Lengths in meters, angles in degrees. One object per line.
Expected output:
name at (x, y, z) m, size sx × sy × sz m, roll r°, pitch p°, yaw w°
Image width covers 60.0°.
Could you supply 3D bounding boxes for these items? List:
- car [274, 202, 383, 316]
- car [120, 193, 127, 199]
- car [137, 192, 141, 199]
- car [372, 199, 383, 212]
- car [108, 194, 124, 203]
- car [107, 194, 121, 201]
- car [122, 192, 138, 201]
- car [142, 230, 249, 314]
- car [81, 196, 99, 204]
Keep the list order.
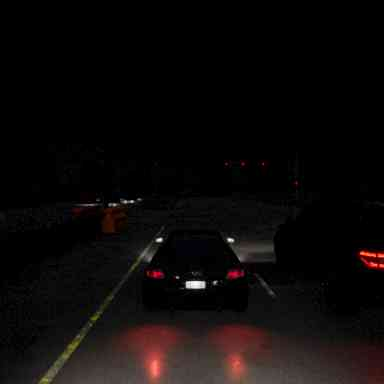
car at (3.591, 1.221, 7.652) m, size 2.150 × 2.045 × 5.566 m, roll 0°, pitch 0°, yaw -2°
car at (-18.995, 1.163, 92.151) m, size 1.837 × 1.490 × 4.892 m, roll 0°, pitch 0°, yaw -11°
car at (-15.511, 0.887, 92.550) m, size 2.150 × 2.045 × 5.566 m, roll 0°, pitch 0°, yaw -11°
car at (23.099, 1.468, 37.771) m, size 4.181 × 1.385 × 1.994 m, roll 0°, pitch 0°, yaw 5°
car at (-14.348, 1.366, 60.656) m, size 1.994 × 1.385 × 4.181 m, roll 0°, pitch 0°, yaw 0°
car at (-17.877, 1.272, 76.617) m, size 2.033 × 1.411 × 5.357 m, roll 0°, pitch 0°, yaw 0°
car at (-14.380, 1.327, 76.809) m, size 1.895 × 1.301 × 4.718 m, roll 0°, pitch 0°, yaw 0°
car at (0.069, 1.563, 7.723) m, size 1.994 × 1.385 × 4.181 m, roll 0°, pitch 0°, yaw 0°
car at (-17.842, 1.359, 58.682) m, size 2.033 × 1.411 × 5.357 m, roll 0°, pitch 0°, yaw 0°
